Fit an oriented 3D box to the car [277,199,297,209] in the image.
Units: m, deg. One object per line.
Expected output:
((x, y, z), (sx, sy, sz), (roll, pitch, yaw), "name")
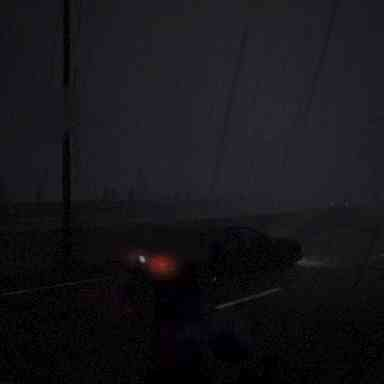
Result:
((13.267, 1.637, 46.216), (2.033, 1.411, 5.357), (0, 0, 28), "car")

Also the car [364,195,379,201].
((44.637, 1.494, 82.707), (1.837, 1.490, 4.892), (0, 0, 1), "car")

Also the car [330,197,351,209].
((18.491, 1.427, 41.320), (2.097, 1.767, 4.553), (0, 0, 29), "car")

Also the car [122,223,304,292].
((0.826, 1.567, 9.037), (5.357, 1.411, 2.033), (0, 0, -39), "car")

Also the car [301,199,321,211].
((15.417, 1.628, 42.860), (2.033, 1.411, 5.357), (0, 0, 29), "car")
